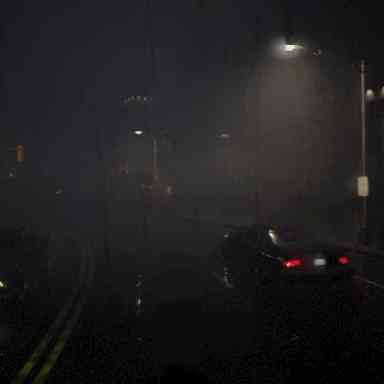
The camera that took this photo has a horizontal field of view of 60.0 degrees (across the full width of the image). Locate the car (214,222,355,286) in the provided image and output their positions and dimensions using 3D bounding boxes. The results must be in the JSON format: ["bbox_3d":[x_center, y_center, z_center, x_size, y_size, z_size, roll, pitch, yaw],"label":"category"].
[{"bbox_3d":[2.205,1.575,9.619,2.033,1.411,5.357,0,0,-13],"label":"car"}]

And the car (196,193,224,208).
[{"bbox_3d":[2.159,1.464,47.595,2.185,1.767,4.553,0,0,-37],"label":"car"}]

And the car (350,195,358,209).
[{"bbox_3d":[21.347,1.432,41.043,2.002,1.452,4.674,0,0,-37],"label":"car"}]

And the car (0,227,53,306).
[{"bbox_3d":[-4.794,1.630,8.355,2.033,1.411,5.357,0,0,-14],"label":"car"}]
